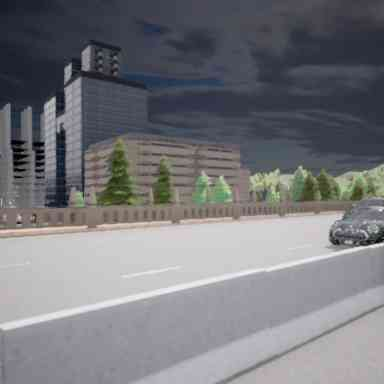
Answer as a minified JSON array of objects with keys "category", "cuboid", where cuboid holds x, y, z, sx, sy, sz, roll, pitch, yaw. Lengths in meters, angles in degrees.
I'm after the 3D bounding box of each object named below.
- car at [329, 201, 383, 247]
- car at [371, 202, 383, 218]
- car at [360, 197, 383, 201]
[{"category":"car","cuboid":[8.094,1.461,14.850,4.553,1.767,2.097,0,-1,-38]},{"category":"car","cuboid":[19.790,1.768,33.019,4.674,1.442,1.812,0,-1,-38]},{"category":"car","cuboid":[12.691,1.389,22.949,5.566,2.045,2.150,0,0,-38]}]
